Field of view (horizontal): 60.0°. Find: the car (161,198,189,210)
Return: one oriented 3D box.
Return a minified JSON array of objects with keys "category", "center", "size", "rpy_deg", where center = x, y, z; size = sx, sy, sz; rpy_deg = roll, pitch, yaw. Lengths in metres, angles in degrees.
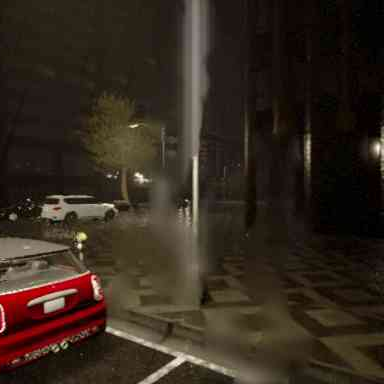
[{"category":"car","center":[-2.175,1.524,44.184],"size":[1.812,1.442,4.674],"rpy_deg":[0,0,35]}]

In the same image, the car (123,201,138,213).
[{"category":"car","center":[-8.124,1.620,35.820],"size":[1.895,1.301,4.718],"rpy_deg":[0,0,35]}]

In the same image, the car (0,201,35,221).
[{"category":"car","center":[-13.862,1.546,27.744],"size":[1.837,1.490,4.892],"rpy_deg":[0,0,35]}]

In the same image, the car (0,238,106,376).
[{"category":"car","center":[-3.312,1.458,5.321],"size":[4.097,1.590,1.967],"rpy_deg":[0,0,36]}]

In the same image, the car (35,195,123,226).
[{"category":"car","center":[-8.124,1.272,24.479],"size":[2.150,2.045,5.566],"rpy_deg":[0,0,37]}]
